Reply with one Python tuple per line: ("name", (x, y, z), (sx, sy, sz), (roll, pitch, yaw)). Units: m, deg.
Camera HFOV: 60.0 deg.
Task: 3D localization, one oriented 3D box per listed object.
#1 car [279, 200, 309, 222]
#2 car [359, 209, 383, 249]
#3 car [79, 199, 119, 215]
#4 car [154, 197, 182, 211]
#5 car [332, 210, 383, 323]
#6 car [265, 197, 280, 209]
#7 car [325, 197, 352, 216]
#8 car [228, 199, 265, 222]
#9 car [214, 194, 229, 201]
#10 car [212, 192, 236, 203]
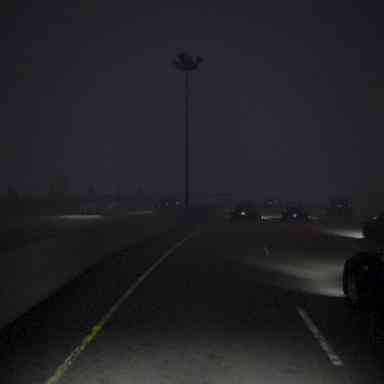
("car", (7.706, 1.413, 24.934), (1.812, 1.442, 4.674), (0, 0, 17))
("car", (8.517, 1.503, 13.476), (1.994, 1.385, 4.181), (0, 0, 10))
("car", (-8.716, 1.369, 31.681), (1.812, 1.442, 4.674), (0, 0, 18))
("car", (-2.663, 1.339, 38.321), (1.837, 1.490, 4.892), (0, 0, 21))
("car", (3.931, 1.332, 4.698), (2.097, 1.767, 4.553), (0, 0, 3))
("car", (10.154, 1.348, 41.685), (2.163, 1.488, 4.792), (0, 0, 21))
("car", (13.256, 1.227, 30.243), (2.097, 1.767, 4.553), (0, 0, 20))
("car", (4.108, 1.446, 24.974), (1.994, 1.385, 4.181), (0, 0, 16))
("car", (6.179, 1.238, 70.135), (1.994, 1.385, 4.181), (0, 0, 21))
("car", (4.683, 1.048, 47.427), (2.150, 2.045, 5.566), (0, 0, 22))
